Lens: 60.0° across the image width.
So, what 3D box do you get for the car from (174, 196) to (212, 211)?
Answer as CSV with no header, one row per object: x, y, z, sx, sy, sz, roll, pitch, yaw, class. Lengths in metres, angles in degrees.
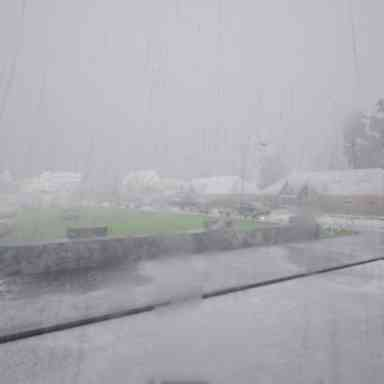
0.398,1.533,44.526,2.150,2.045,5.566,1,0,-35,car

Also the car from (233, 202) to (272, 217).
6.506,1.818,35.948,1.837,1.490,4.892,1,0,-35,car

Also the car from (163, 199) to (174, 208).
-3.123,1.841,56.591,1.882,1.535,5.008,1,0,-35,car

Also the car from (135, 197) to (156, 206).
-9.050,1.840,64.824,1.882,1.535,5.008,1,0,-35,car

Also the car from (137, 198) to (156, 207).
-7.706,1.878,55.993,1.994,1.385,4.181,1,-1,-35,car
